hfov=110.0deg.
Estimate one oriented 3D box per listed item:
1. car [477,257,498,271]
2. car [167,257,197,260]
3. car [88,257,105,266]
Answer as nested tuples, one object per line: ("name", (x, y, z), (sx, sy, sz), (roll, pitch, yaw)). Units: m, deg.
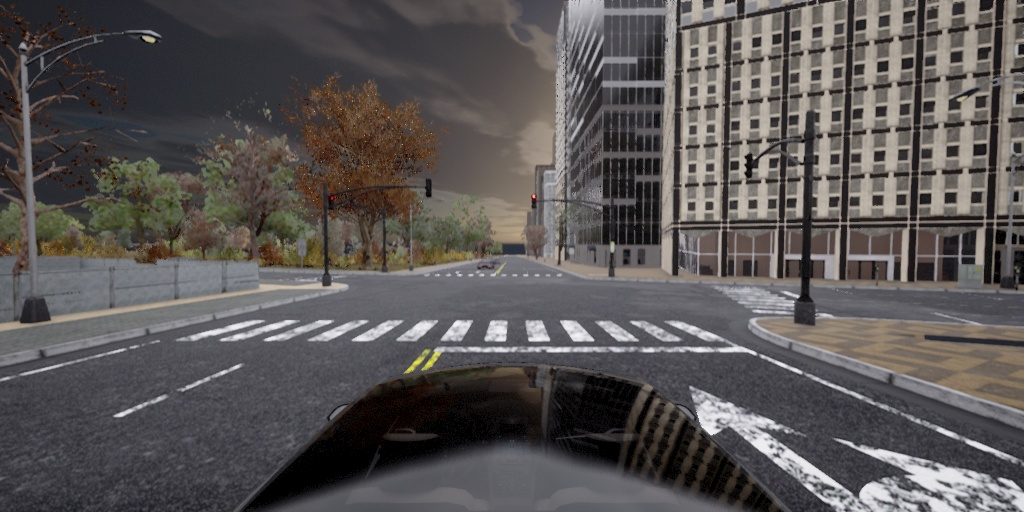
("car", (-3.194, 1.091, 44.347), (1.994, 1.385, 4.181), (0, 1, 0))
("car", (-28.652, 0.866, 31.372), (4.902, 1.511, 2.128), (1, 2, 21))
("car", (-44.237, 0.804, 37.314), (4.718, 1.301, 1.895), (1, 2, 21))
